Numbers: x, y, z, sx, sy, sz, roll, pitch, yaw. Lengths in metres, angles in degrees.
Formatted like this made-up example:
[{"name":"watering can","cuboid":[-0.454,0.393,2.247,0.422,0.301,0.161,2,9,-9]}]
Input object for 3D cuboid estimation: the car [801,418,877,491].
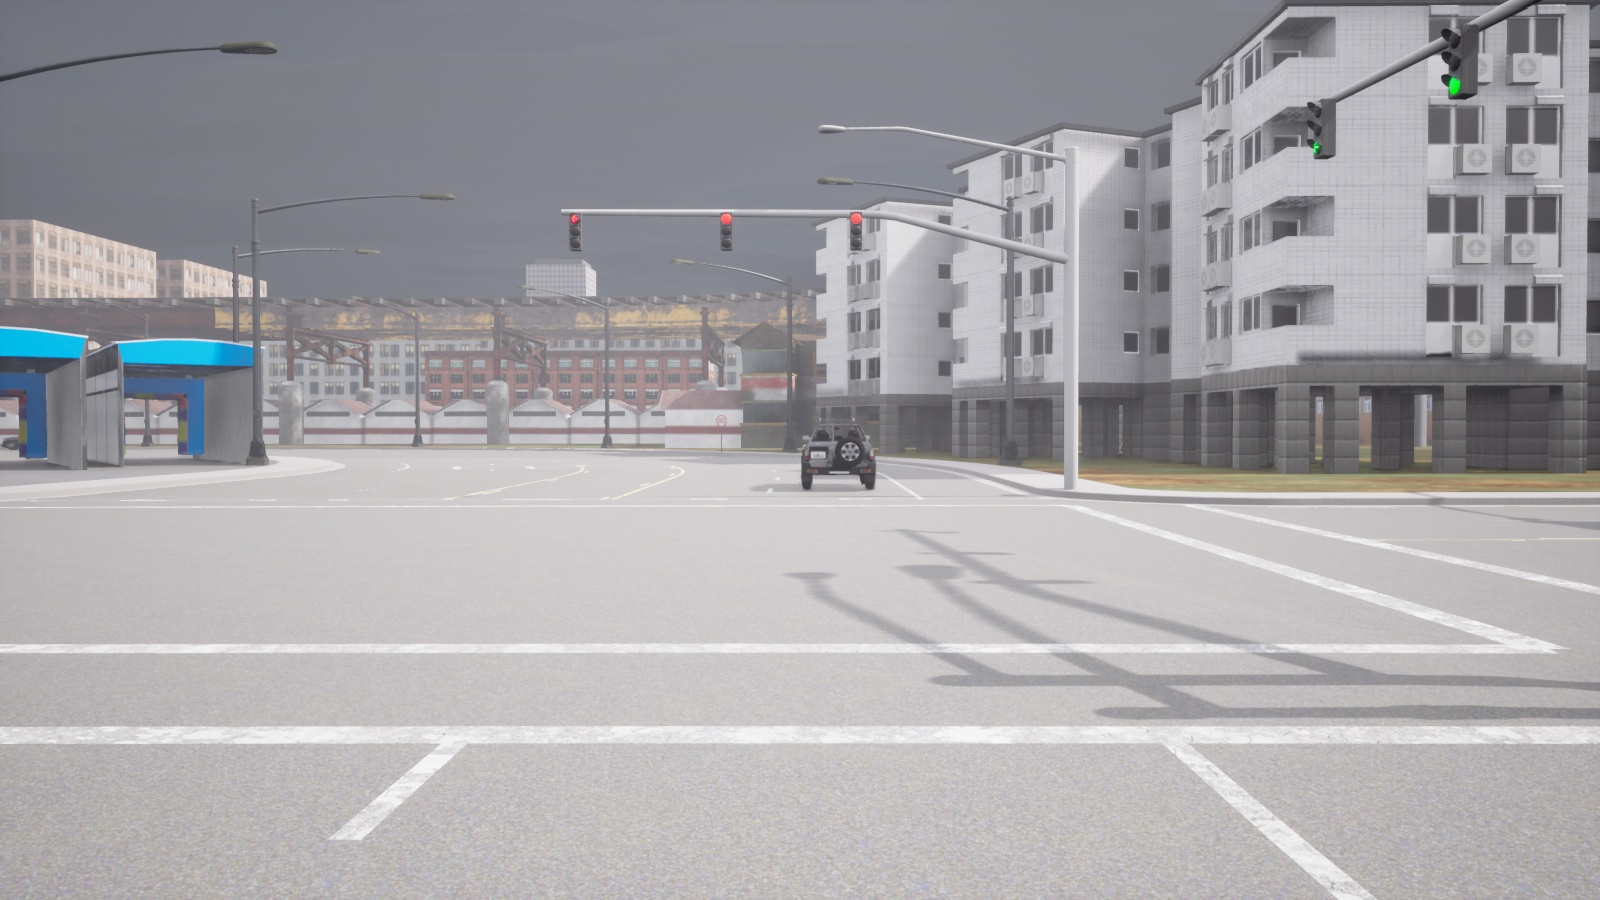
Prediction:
[{"name":"car","cuboid":[0.997,0.071,34.003,1.932,1.855,4.605,0,1,0]}]
